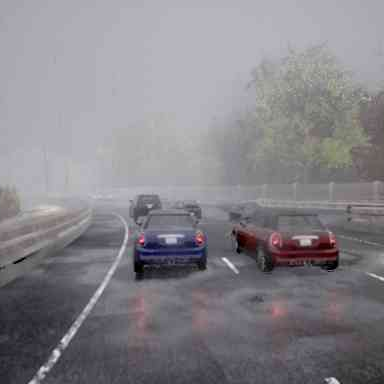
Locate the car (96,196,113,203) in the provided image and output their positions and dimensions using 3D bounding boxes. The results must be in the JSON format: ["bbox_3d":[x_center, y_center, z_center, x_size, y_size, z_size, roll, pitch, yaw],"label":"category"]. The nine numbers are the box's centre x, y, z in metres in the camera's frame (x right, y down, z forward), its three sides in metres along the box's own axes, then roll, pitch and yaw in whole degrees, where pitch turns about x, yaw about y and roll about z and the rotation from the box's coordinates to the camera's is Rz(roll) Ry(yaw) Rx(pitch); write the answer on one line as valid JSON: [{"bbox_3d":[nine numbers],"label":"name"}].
[{"bbox_3d":[-18.590,1.555,70.613,1.895,1.301,4.718,0,0,-40],"label":"car"}]

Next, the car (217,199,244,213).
[{"bbox_3d":[4.508,1.438,34.479,1.812,1.442,4.674,0,0,-35],"label":"car"}]

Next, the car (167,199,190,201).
[{"bbox_3d":[-0.590,1.466,28.350,1.837,1.490,4.892,0,0,-15],"label":"car"}]

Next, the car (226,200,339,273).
[{"bbox_3d":[2.740,1.328,10.830,2.097,1.767,4.553,0,0,-7],"label":"car"}]

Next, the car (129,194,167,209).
[{"bbox_3d":[-3.823,1.195,27.095,2.150,2.045,5.566,0,0,-15],"label":"car"}]

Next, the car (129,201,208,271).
[{"bbox_3d":[-0.806,1.339,11.142,2.097,1.767,4.553,0,0,-7],"label":"car"}]

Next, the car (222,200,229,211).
[{"bbox_3d":[4.008,1.516,24.270,1.994,1.385,4.181,0,0,-12],"label":"car"}]

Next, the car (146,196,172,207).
[{"bbox_3d":[-4.934,1.419,49.496,2.128,1.511,4.902,0,0,-28],"label":"car"}]
